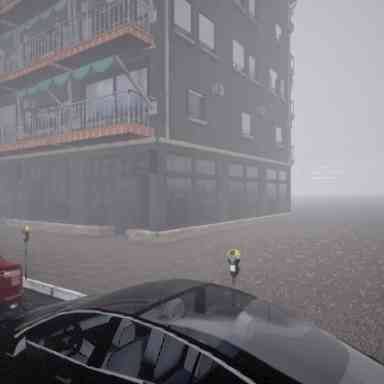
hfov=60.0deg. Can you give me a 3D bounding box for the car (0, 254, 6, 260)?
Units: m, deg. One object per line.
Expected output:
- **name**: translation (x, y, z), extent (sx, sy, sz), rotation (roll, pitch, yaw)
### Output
- **car**: translation (-5.081, 1.545, 6.480), extent (4.507, 1.381, 1.887), rotation (0, 0, 35)

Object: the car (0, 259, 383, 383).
- **car**: translation (-0.486, 1.566, 3.216), extent (4.313, 1.339, 1.947), rotation (0, 0, 35)
